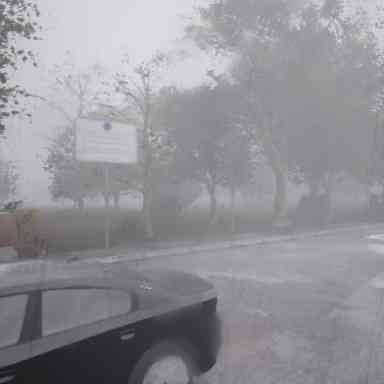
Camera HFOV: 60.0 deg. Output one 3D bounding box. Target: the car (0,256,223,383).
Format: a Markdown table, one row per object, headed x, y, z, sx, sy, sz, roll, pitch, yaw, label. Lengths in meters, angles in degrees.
| x | y | z | sx | sy | sz | roll | pitch | yaw | label |
| --- | --- | --- | --- | --- | --- | --- | --- | --- | --- |
| -1.970 | 1.477 | 3.181 | 5.008 | 1.535 | 1.882 | 0 | 0 | -36 | car |
